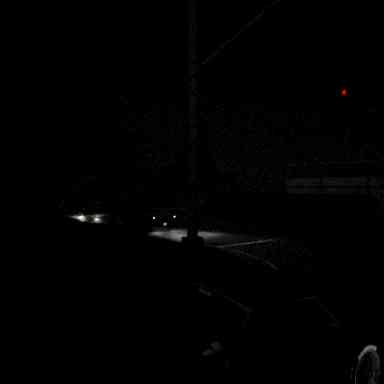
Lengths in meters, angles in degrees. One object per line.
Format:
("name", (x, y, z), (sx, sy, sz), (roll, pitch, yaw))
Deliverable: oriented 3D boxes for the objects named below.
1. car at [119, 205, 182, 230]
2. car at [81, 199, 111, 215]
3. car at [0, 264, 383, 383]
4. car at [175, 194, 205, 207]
("car", (-2.915, 1.601, 21.628), (1.895, 1.301, 4.718), (0, 0, -37))
("car", (-9.865, 1.478, 34.439), (1.882, 1.535, 5.008), (-1, 0, 1))
("car", (0.248, 1.601, 3.568), (4.718, 1.301, 1.895), (0, 0, -33))
("car", (0.150, 1.328, 49.987), (5.566, 2.045, 2.150), (0, 0, -39))
